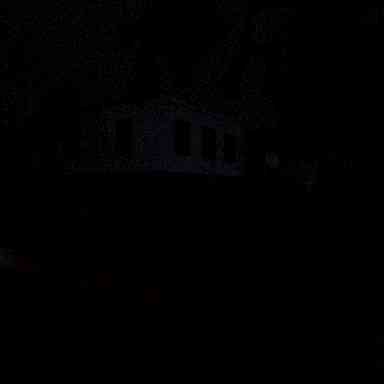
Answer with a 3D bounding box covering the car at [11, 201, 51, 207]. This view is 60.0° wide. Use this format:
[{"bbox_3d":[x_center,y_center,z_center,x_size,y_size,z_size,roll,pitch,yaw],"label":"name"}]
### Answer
[{"bbox_3d":[-14.724,1.528,29.203,2.033,1.411,5.357,0,0,29],"label":"car"}]
